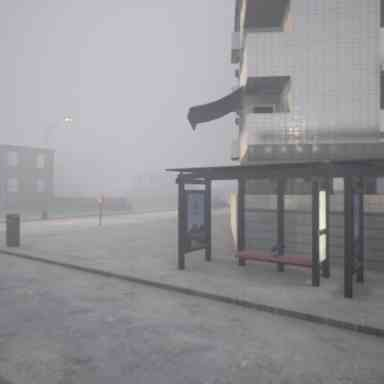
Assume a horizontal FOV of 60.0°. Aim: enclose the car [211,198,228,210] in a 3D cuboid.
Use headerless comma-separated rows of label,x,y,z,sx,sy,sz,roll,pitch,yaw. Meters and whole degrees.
car,2.956,1.495,43.984,2.128,1.511,4.902,0,0,36
